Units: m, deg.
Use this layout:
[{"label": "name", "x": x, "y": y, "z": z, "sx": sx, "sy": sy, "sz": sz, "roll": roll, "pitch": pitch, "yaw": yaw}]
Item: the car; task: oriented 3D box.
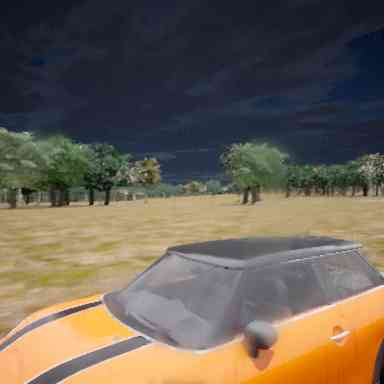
[{"label": "car", "x": 0.309, "y": 1.338, "z": 3.474, "sx": 4.553, "sy": 1.767, "sz": 2.097, "roll": 0, "pitch": 0, "yaw": -34}]
